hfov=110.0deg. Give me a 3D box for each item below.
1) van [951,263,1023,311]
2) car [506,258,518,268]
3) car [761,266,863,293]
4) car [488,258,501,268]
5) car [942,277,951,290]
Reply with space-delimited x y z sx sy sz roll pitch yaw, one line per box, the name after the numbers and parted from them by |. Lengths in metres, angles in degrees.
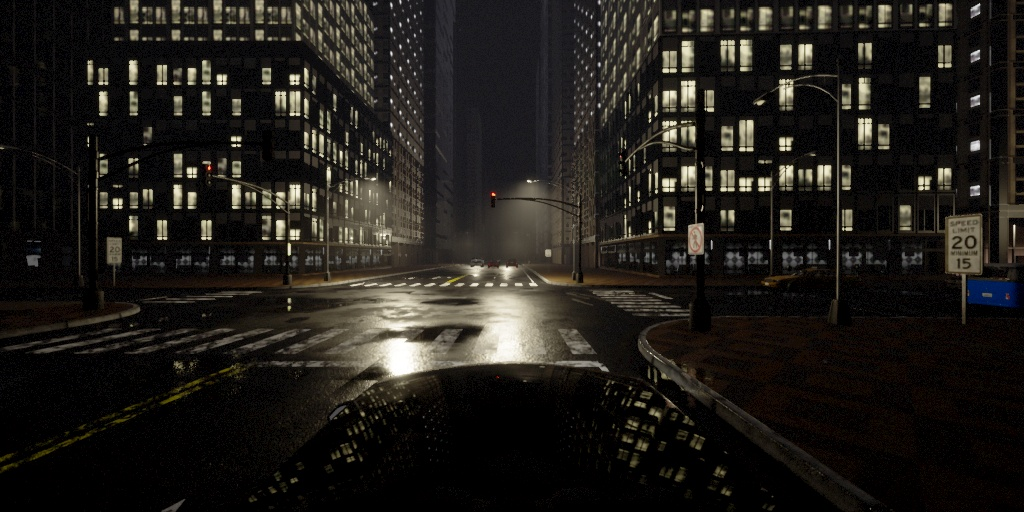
18.361 1.119 12.390 3.998 1.789 1.690 0 0 2 | van
0.014 1.212 63.536 2.097 1.767 4.553 0 0 0 | car
17.092 1.293 20.562 4.829 1.417 1.751 0 0 2 | car
-3.237 1.460 63.180 1.895 1.301 4.718 0 0 0 | car
26.926 1.356 20.075 4.207 1.307 1.802 0 0 2 | car
